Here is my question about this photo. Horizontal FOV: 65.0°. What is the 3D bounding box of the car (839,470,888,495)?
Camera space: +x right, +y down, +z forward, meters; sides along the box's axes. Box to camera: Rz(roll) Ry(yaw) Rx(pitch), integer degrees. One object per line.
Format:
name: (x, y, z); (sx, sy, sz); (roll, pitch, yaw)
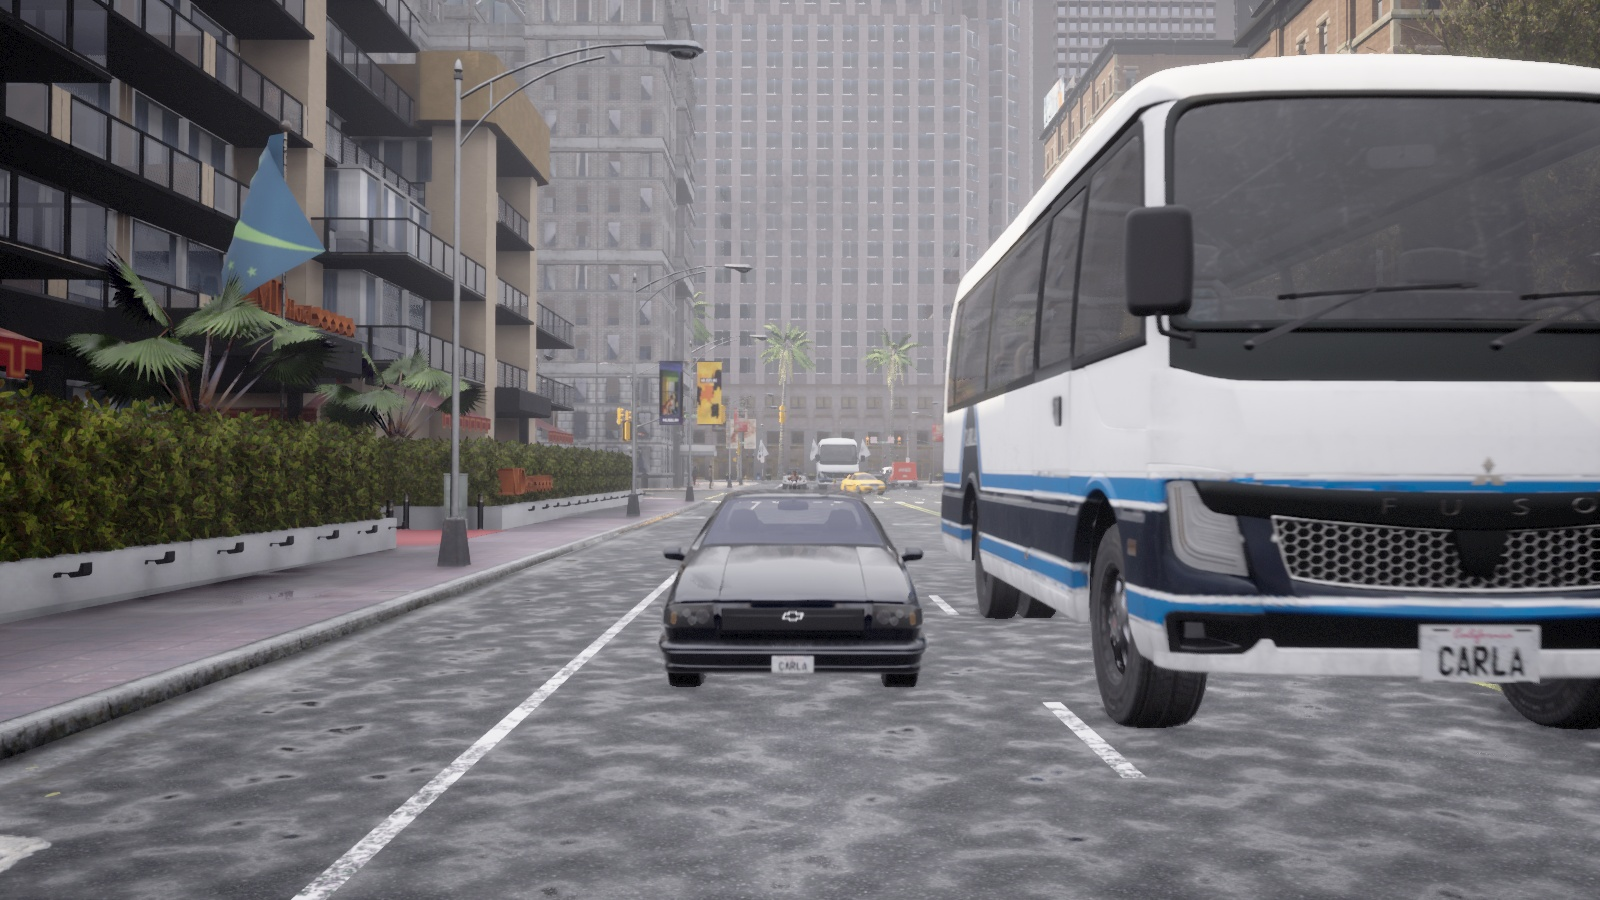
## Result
car: (4.220, 2.147, 84.182); (1.801, 1.575, 5.366); (0, -1, -14)

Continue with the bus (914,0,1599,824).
bus: (3.448, -0.395, 10.772); (3.944, 4.253, 10.273); (0, -1, 0)

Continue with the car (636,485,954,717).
car: (-0.046, 1.042, 10.730); (2.033, 1.411, 5.357); (0, -1, 0)
